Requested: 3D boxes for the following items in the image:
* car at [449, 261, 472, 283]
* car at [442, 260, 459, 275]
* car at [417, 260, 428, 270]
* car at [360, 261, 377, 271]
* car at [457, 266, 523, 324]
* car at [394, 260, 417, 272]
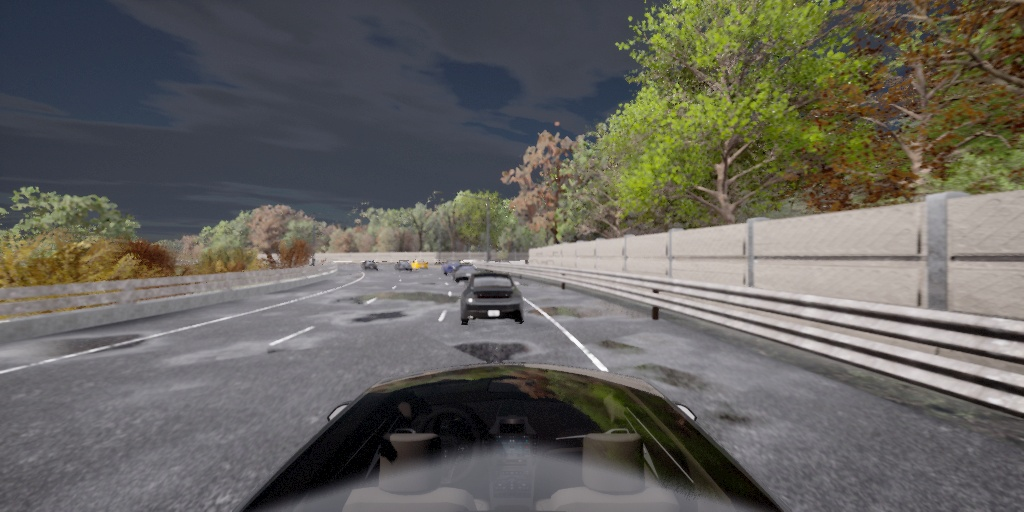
[{"bbox_3d":[-3.832,1.389,29.371,1.994,1.385,4.181,0,0,-14],"label":"car"},{"bbox_3d":[-6.837,1.209,40.868,2.097,1.767,4.553,0,0,-15],"label":"car"},{"bbox_3d":[-14.735,1.386,56.367,1.882,1.535,5.008,0,0,-29],"label":"car"},{"bbox_3d":[-21.713,1.439,54.508,1.812,1.442,4.674,0,0,-30],"label":"car"},{"bbox_3d":[-0.749,1.284,12.133,1.837,1.490,4.892,0,0,-6],"label":"car"},{"bbox_3d":[-15.185,1.440,49.877,2.033,1.411,5.357,0,0,-27],"label":"car"}]
